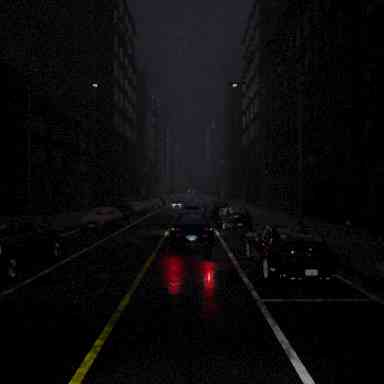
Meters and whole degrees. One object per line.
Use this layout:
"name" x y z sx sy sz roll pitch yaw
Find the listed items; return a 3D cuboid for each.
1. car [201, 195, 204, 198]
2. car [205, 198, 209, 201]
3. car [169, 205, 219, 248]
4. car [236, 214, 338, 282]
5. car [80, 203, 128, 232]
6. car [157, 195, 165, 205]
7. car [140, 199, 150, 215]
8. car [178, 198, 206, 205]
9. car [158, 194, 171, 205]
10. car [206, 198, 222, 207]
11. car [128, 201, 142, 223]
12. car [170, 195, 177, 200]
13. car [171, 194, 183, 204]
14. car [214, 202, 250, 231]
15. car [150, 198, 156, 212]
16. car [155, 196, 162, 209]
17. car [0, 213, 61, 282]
"car" 2.638 1.514 47.585 1.752 1.417 4.829 0 0 0
"car" 2.638 1.561 36.589 1.947 1.339 4.313 0 0 0
"car" 0.000 1.530 14.650 1.812 1.442 4.674 0 0 0
"car" 2.637 1.547 9.526 2.008 1.369 4.403 0 0 0
"car" -5.388 1.521 20.190 1.752 1.417 4.829 0 0 0
"car" -5.387 1.540 47.424 2.008 1.369 4.403 0 0 0
"car" -5.388 1.521 31.015 1.752 1.417 4.829 0 0 0
"car" 0.000 1.530 29.650 1.812 1.442 4.674 0 0 0
"car" -5.387 1.297 58.249 2.192 1.841 5.009 0 0 0
"car" 2.637 1.561 31.176 1.947 1.339 4.313 0 0 0
"car" -5.388 1.562 25.772 1.947 1.339 4.313 0 0 0
"car" -5.387 1.497 95.454 1.752 1.417 4.829 0 0 0
"car" -2.750 1.581 63.575 2.033 1.411 5.357 0 0 0
"car" 2.637 1.547 20.351 2.008 1.369 4.403 0 0 0
"car" -5.388 1.577 36.598 1.802 1.307 4.206 0 0 0
"car" -5.387 1.543 42.011 2.008 1.369 4.403 0 0 0
"car" -5.388 1.437 9.535 1.967 1.590 4.097 0 0 0
